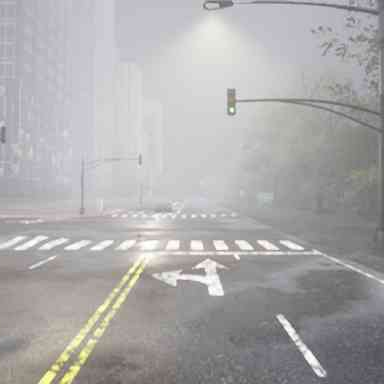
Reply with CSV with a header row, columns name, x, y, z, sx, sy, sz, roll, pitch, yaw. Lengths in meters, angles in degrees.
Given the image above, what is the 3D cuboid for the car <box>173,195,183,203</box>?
name,x,y,z,sx,sy,sz,roll,pitch,yaw
car,-3.363,1.633,78.245,2.150,2.045,5.566,0,0,0

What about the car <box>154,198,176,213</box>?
name,x,y,z,sx,sy,sz,roll,pitch,yaw
car,-3.306,1.819,39.597,1.994,1.385,4.181,0,0,0
